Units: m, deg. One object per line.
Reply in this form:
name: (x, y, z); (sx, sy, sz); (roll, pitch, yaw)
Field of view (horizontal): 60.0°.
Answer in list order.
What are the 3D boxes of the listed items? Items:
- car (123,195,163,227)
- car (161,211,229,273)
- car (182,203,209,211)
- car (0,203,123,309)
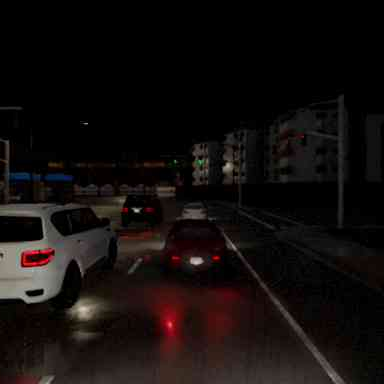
car: (-3.323, 1.228, 23.077); (2.150, 2.045, 5.566); (0, 1, 2)
car: (0.093, 1.575, 10.699); (1.812, 1.442, 4.674); (0, 0, 0)
car: (0.245, 1.518, 24.577); (1.812, 1.442, 4.674); (0, 0, 2)
car: (-3.403, 1.264, 8.091); (2.150, 2.045, 5.566); (0, 0, 0)
